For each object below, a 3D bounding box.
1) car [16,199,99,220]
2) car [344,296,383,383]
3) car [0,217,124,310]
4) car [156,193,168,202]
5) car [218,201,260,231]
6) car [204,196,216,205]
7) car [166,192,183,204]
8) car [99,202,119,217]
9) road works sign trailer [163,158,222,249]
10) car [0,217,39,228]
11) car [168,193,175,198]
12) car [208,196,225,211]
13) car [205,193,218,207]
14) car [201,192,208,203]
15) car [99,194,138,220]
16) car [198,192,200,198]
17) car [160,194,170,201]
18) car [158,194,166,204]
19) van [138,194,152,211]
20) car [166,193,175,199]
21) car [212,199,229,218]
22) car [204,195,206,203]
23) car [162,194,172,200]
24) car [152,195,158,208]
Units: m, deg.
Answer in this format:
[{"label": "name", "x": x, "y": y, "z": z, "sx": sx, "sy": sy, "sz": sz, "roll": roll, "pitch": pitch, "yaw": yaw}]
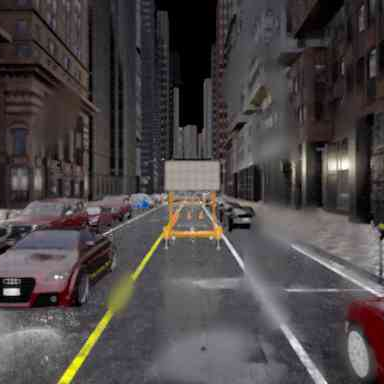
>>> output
[{"label": "car", "x": -5.741, "y": 1.233, "z": 13.653, "sx": 2.192, "sy": 1.841, "sz": 5.009, "roll": 0, "pitch": 0, "yaw": 0}, {"label": "car", "x": 2.769, "y": 1.529, "z": 2.451, "sx": 1.887, "sy": 1.381, "sz": 4.507, "roll": 0, "pitch": 0, "yaw": 0}, {"label": "car", "x": -3.090, "y": 1.517, "z": 7.703, "sx": 1.994, "sy": 1.385, "sz": 4.181, "roll": 0, "pitch": 0, "yaw": 0}, {"label": "car", "x": -5.676, "y": 1.082, "z": 64.069, "sx": 1.967, "sy": 1.590, "sz": 4.097, "roll": 0, "pitch": 0, "yaw": 0}, {"label": "car", "x": 2.790, "y": 1.451, "z": 19.258, "sx": 1.947, "sy": 1.339, "sz": 4.313, "roll": 0, "pitch": 0, "yaw": 0}, {"label": "car", "x": 2.834, "y": 1.282, "z": 52.870, "sx": 1.802, "sy": 1.307, "sz": 4.206, "roll": 0, "pitch": 0, "yaw": 0}, {"label": "car", "x": -2.935, "y": 1.187, "z": 57.054, "sx": 1.837, "sy": 1.490, "sz": 4.892, "roll": 0, "pitch": 0, "yaw": 0}, {"label": "car", "x": -5.735, "y": 1.467, "z": 19.256, "sx": 1.802, "sy": 1.307, "sz": 4.206, "roll": 0, "pitch": 0, "yaw": 0}, {"label": "road works sign trailer", "x": 0.018, "y": 0.380, "z": 14.105, "sx": 2.380, "sy": 3.560, "sz": 2.880, "roll": 0, "pitch": 0, "yaw": 0}, {"label": "car", "x": -5.750, "y": 1.517, "z": 8.053, "sx": 1.947, "sy": 1.339, "sz": 4.313, "roll": 0, "pitch": 0, "yaw": 0}, {"label": "car", "x": -5.640, "y": 1.025, "z": 91.907, "sx": 1.752, "sy": 1.417, "sz": 4.829, "roll": 0, "pitch": 0, "yaw": 0}, {"label": "car", "x": 2.805, "y": 1.372, "z": 30.461, "sx": 2.008, "sy": 1.369, "sz": 4.403, "roll": 0, "pitch": 0, "yaw": 0}, {"label": "car", "x": 2.813, "y": 1.230, "z": 36.063, "sx": 1.967, "sy": 1.590, "sz": 4.097, "roll": 0, "pitch": 0, "yaw": 0}, {"label": "car", "x": 2.827, "y": 1.045, "z": 47.266, "sx": 2.192, "sy": 1.841, "sz": 5.009, "roll": 0, "pitch": 0, "yaw": 0}, {"label": "car", "x": -5.727, "y": 1.169, "z": 24.856, "sx": 2.192, "sy": 1.841, "sz": 5.009, "roll": 0, "pitch": 0, "yaw": 0}, {"label": "car", "x": 2.863, "y": 1.165, "z": 75.278, "sx": 1.802, "sy": 1.307, "sz": 4.206, "roll": 0, "pitch": 0, "yaw": 0}, {"label": "car", "x": -5.669, "y": 1.195, "z": 69.670, "sx": 1.802, "sy": 1.307, "sz": 4.206, "roll": 0, "pitch": 0, "yaw": 0}, {"label": "car", "x": -5.691, "y": 1.141, "z": 52.866, "sx": 1.967, "sy": 1.590, "sz": 4.097, "roll": 0, "pitch": 0, "yaw": 0}, {"label": "van", "x": -5.712, "y": 1.132, "z": 36.059, "sx": 1.690, "sy": 1.788, "sz": 3.998, "roll": 0, "pitch": 0, "yaw": 0}, {"label": "car", "x": -5.647, "y": 1.078, "z": 86.475, "sx": 2.008, "sy": 1.369, "sz": 4.403, "roll": 0, "pitch": 0, "yaw": 0}, {"label": "car", "x": 2.797, "y": 1.419, "z": 24.860, "sx": 1.947, "sy": 1.339, "sz": 4.313, "roll": 0, "pitch": 0, "yaw": 0}, {"label": "car", "x": 2.819, "y": 1.342, "z": 41.665, "sx": 1.802, "sy": 1.307, "sz": 4.206, "roll": 0, "pitch": 0, "yaw": 0}, {"label": "car", "x": -5.662, "y": 1.150, "z": 75.272, "sx": 1.947, "sy": 1.339, "sz": 4.313, "roll": 0, "pitch": 0, "yaw": 0}, {"label": "car", "x": -5.706, "y": 1.287, "z": 41.492, "sx": 1.752, "sy": 1.417, "sz": 4.829, "roll": 0, "pitch": 0, "yaw": 0}]
